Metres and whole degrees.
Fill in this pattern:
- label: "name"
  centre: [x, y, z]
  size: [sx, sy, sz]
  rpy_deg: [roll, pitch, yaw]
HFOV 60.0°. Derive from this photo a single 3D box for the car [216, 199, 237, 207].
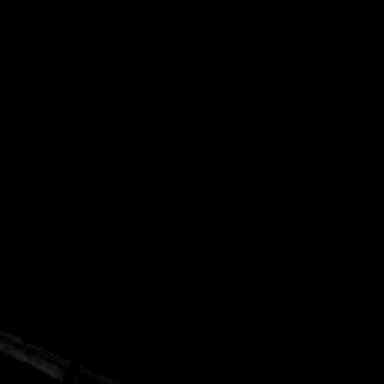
- label: "car"
  centre: [8.835, 2.825, 89.209]
  size: [2.435, 2.045, 5.566]
  rpy_deg: [4, 0, 45]
